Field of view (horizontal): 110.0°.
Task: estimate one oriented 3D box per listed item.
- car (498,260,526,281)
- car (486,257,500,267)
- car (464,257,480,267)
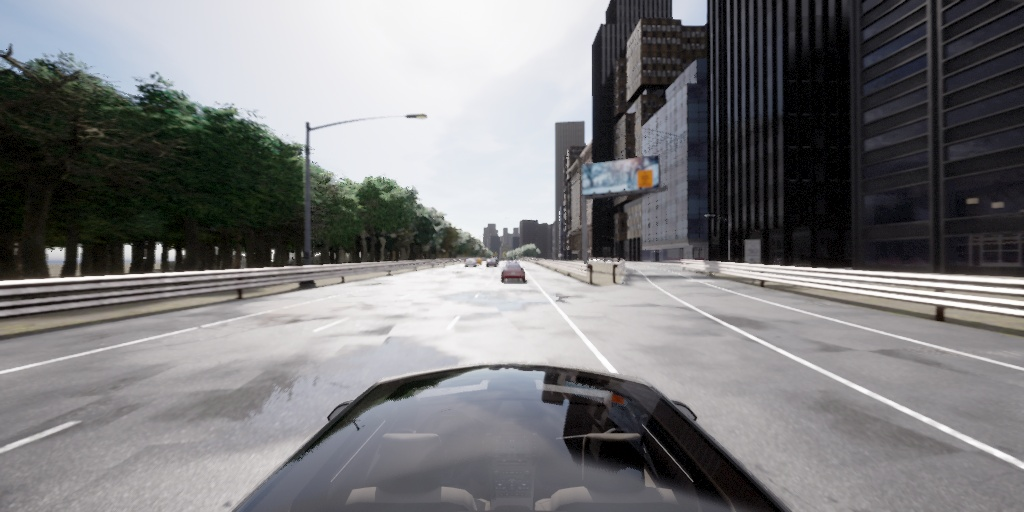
[{"bbox_3d":[0.096,1.291,29.339,1.994,1.385,4.181,0,0,0],"label":"car"},{"bbox_3d":[-3.508,1.197,61.570,2.033,1.411,5.357,0,0,0],"label":"car"},{"bbox_3d":[-7.008,1.174,61.569,1.812,1.442,4.674,0,0,0],"label":"car"}]
